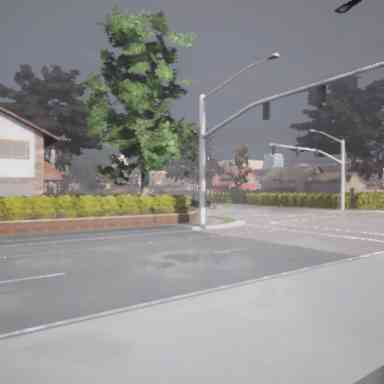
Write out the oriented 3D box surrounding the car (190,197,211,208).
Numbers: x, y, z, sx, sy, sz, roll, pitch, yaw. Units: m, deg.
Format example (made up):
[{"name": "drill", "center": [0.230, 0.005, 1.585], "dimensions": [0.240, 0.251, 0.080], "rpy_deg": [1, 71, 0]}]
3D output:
[{"name": "car", "center": [0.678, 1.418, 46.298], "dimensions": [2.128, 1.511, 4.902], "rpy_deg": [0, 0, -36]}]
